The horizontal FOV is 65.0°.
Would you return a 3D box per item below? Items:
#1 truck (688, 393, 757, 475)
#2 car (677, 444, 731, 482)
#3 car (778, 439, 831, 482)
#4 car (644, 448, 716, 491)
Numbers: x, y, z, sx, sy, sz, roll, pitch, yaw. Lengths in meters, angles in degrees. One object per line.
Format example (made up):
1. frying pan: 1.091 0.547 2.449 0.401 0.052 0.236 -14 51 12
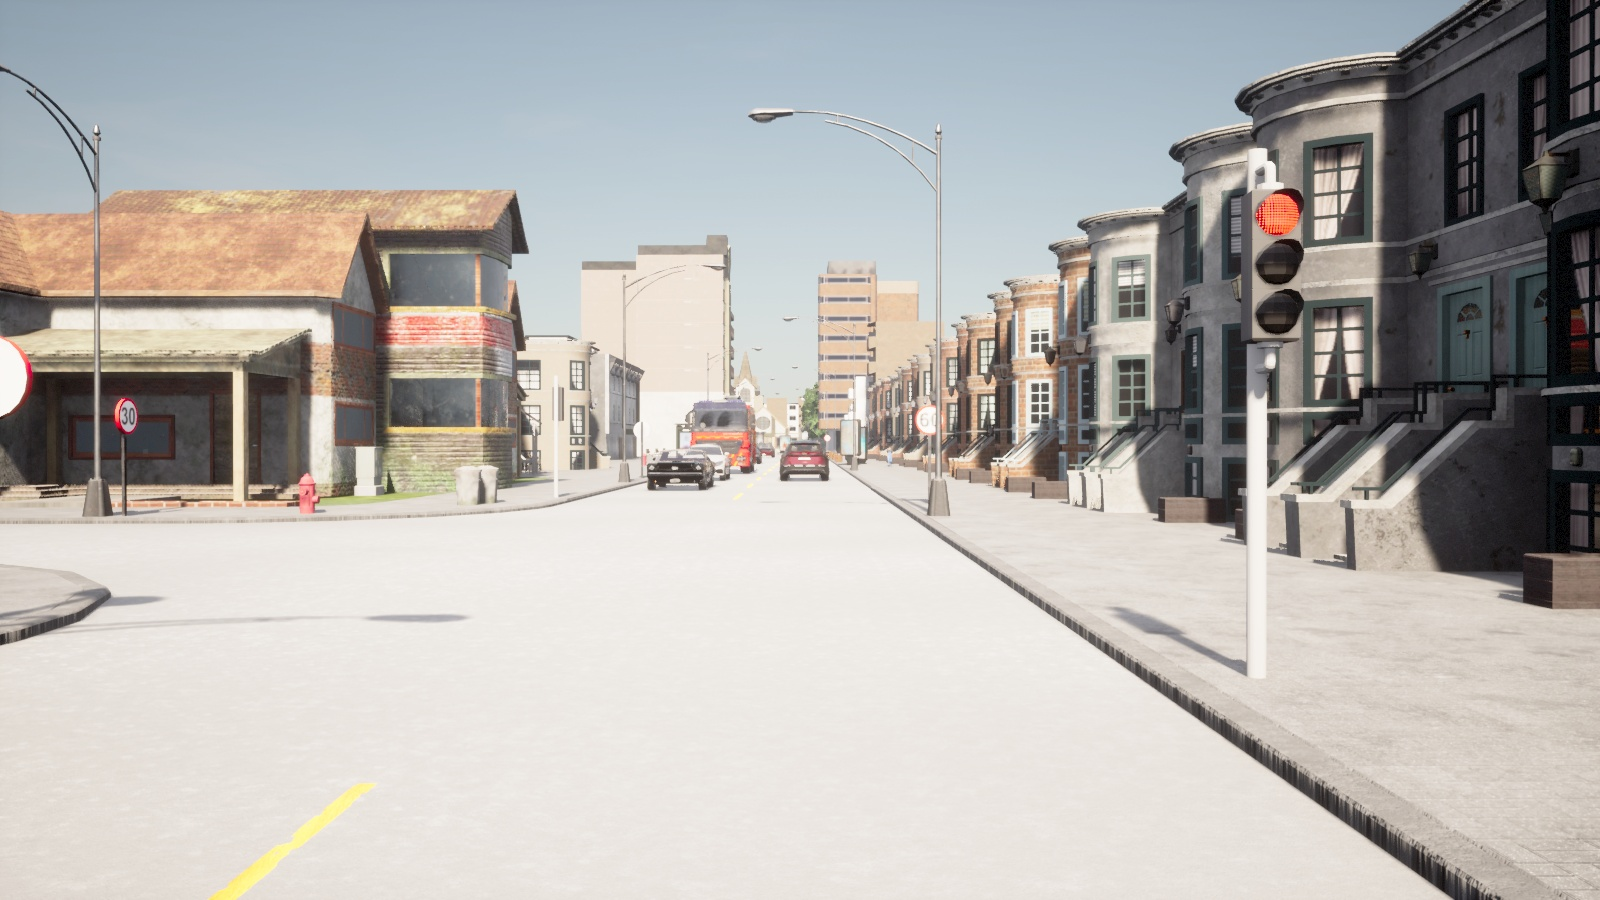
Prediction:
1. truck: -3.775 -0.777 62.845 2.891 3.827 8.468 0 0 0
2. car: -3.820 0.482 50.824 1.812 1.442 4.674 0 0 0
3. car: 0.181 0.388 51.112 2.033 1.649 4.856 0 0 0
4. car: -3.852 0.612 41.032 1.895 1.301 4.718 0 0 0
